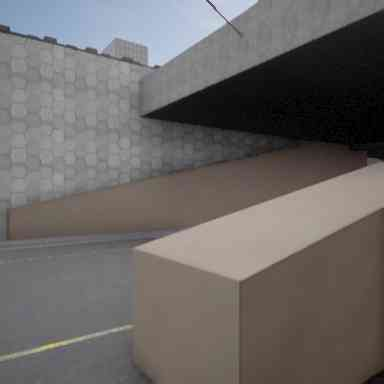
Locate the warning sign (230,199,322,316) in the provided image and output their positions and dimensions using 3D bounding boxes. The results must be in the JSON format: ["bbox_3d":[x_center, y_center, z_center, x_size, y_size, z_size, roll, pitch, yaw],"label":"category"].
[{"bbox_3d":[1.550,1.087,6.265,1.060,1.860,1.300,0,0,-35],"label":"warning sign"}]
